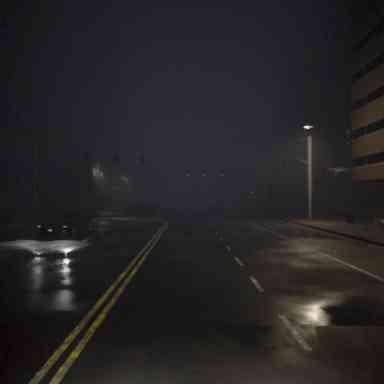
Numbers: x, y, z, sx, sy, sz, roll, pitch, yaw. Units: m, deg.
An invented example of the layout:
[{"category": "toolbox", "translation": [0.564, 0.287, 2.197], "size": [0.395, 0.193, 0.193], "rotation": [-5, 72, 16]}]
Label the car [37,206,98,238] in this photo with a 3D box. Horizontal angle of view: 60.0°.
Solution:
[{"category": "car", "translation": [-7.279, 1.772, 19.474], "size": [1.837, 1.490, 4.892], "rotation": [0, -1, 0]}]

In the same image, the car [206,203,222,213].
[{"category": "car", "translation": [3.050, 2.156, 45.904], "size": [2.033, 1.411, 5.357], "rotation": [0, -1, -2]}]

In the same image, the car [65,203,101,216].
[{"category": "car", "translation": [-11.958, 1.973, 35.487], "size": [4.902, 1.511, 2.128], "rotation": [0, -1, 22]}]

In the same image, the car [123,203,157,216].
[{"category": "car", "translation": [-6.449, 2.036, 40.492], "size": [4.902, 1.511, 2.128], "rotation": [-1, -1, 40]}]

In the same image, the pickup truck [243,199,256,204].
[{"category": "pickup truck", "translation": [15.539, 2.218, 88.060], "size": [2.390, 2.098, 6.274], "rotation": [0, -1, 30]}]
